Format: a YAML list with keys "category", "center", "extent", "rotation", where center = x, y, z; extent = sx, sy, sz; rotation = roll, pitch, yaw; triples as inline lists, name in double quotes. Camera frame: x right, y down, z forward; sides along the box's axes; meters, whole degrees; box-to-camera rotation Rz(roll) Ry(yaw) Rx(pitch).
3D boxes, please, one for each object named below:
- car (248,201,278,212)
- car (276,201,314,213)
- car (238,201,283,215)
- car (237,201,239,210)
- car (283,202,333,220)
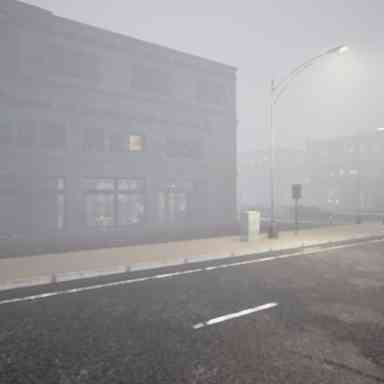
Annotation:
- category: "car"
  center: [10.302, 2.080, 48.420]
  extent: [1.802, 1.307, 4.206]
  rotation: [-1, 0, -35]
- category: "car"
  center: [13.506, 1.986, 43.907]
  extent: [2.008, 1.369, 4.403]
  rotation: [-1, 0, -35]
- category: "car"
  center: [8.391, 2.074, 41.124]
  extent: [1.895, 1.301, 4.718]
  rotation: [0, 0, -35]
- category: "car"
  center: [7.098, 2.143, 52.933]
  extent: [1.802, 1.307, 4.206]
  rotation: [-1, 0, -35]
- category: "car"
  center: [11.403, 1.949, 32.182]
  extent: [1.947, 1.339, 4.313]
  rotation: [-1, 0, -35]
